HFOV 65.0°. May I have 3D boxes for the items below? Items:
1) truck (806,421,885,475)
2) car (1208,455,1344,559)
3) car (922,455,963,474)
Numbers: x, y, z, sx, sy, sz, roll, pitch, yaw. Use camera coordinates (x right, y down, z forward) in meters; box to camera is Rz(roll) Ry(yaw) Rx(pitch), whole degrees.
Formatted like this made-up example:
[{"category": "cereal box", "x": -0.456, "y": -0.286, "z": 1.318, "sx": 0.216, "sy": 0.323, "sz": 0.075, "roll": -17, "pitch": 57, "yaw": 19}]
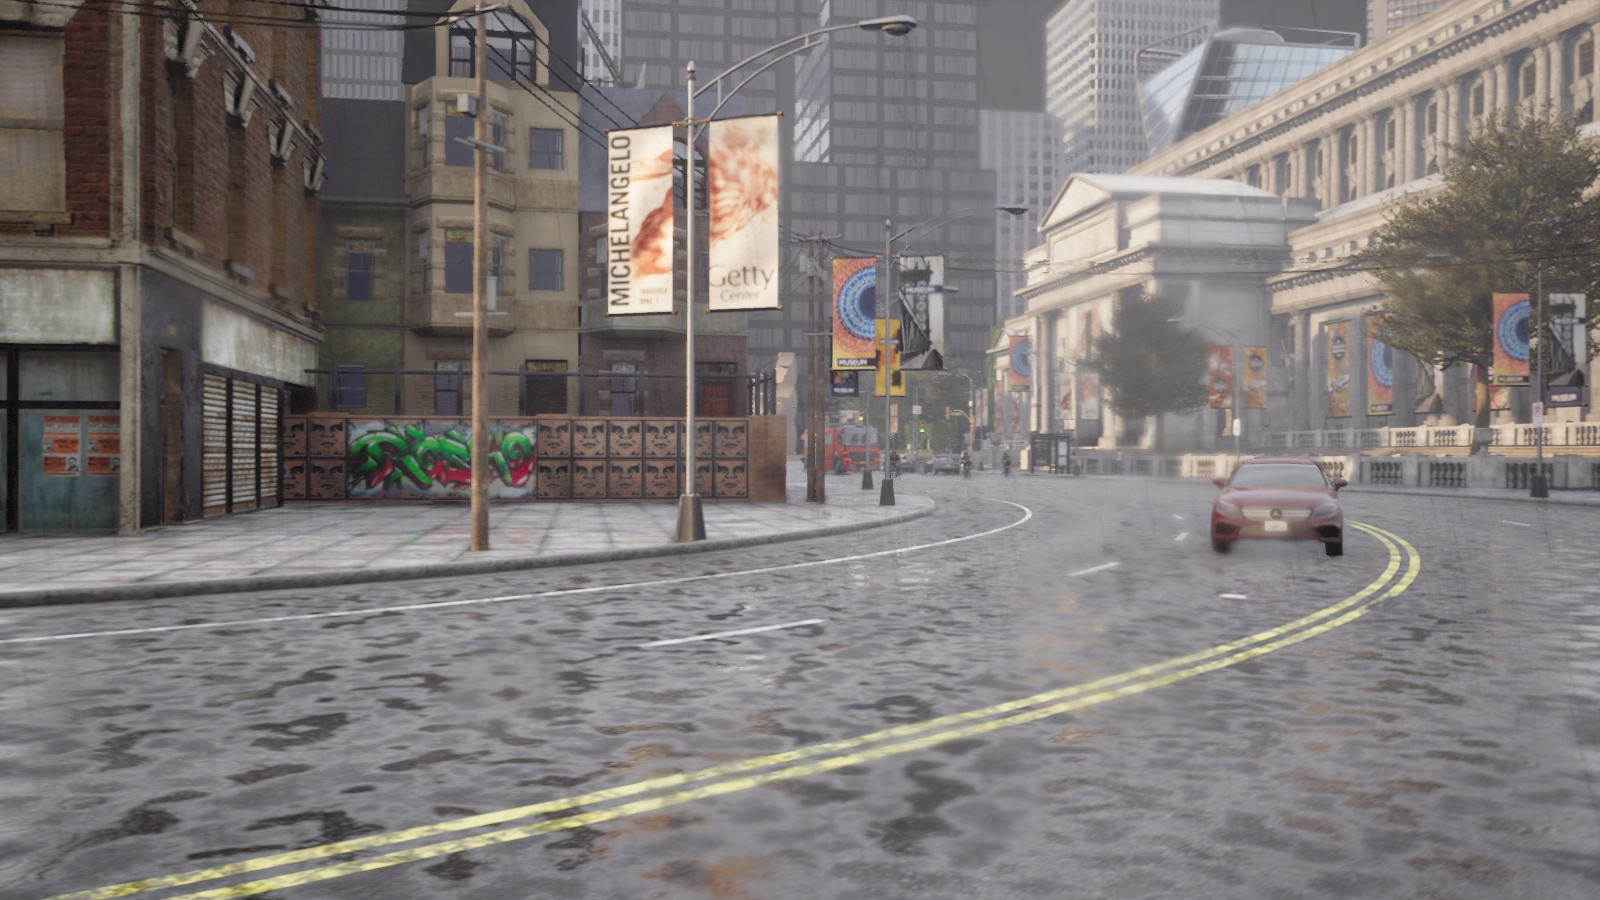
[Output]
[{"category": "truck", "x": 3.265, "y": -0.134, "z": 93.554, "sx": 2.891, "sy": 3.827, "sz": 8.468, "roll": 0, "pitch": 0, "yaw": -20}, {"category": "car", "x": 7.674, "y": 0.814, "z": 20.115, "sx": 1.812, "sy": 1.442, "sz": 4.674, "roll": 0, "pitch": 0, "yaw": 22}, {"category": "car", "x": 10.526, "y": 1.074, "z": 93.191, "sx": 1.994, "sy": 1.385, "sz": 4.181, "roll": 0, "pitch": 0, "yaw": -9}]
